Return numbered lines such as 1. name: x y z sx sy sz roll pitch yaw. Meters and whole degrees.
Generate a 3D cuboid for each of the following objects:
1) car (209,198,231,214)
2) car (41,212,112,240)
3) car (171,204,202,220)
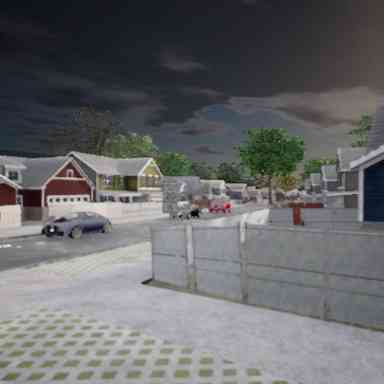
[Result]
1. car: 3.924 1.879 45.745 2.150 2.045 5.566 1 0 17
2. car: -6.492 1.836 19.166 1.994 1.385 4.181 1 0 24
3. car: -0.485 1.960 33.528 2.128 1.511 4.902 1 -1 21
